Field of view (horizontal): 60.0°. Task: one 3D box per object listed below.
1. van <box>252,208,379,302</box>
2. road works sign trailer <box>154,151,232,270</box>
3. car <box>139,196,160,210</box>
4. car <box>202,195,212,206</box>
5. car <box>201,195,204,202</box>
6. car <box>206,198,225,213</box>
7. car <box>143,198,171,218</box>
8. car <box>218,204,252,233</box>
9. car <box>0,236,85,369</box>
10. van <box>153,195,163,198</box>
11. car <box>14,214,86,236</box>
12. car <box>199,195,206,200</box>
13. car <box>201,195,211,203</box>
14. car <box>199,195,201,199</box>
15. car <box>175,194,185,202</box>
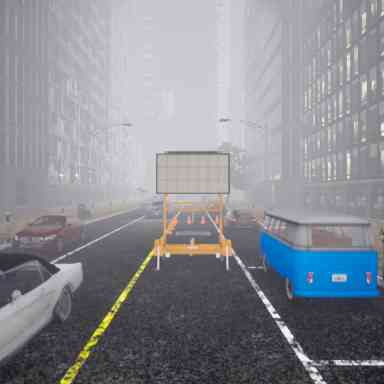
[{"bbox_3d":[2.712,1.341,7.955,1.690,1.788,3.998,0,0,0],"label":"van"},{"bbox_3d":[0.031,0.464,10.982,2.380,3.560,2.880,0,0,0],"label":"road works sign trailer"},{"bbox_3d":[-5.566,1.548,42.137,2.008,1.369,4.403,0,0,0],"label":"car"},{"bbox_3d":[2.832,1.544,47.801,2.008,1.369,4.403,0,0,0],"label":"car"},{"bbox_3d":[2.849,1.538,53.493,2.008,1.369,4.403,0,0,0],"label":"car"},{"bbox_3d":[2.798,1.581,36.416,1.802,1.307,4.206,0,0,0],"label":"car"},{"bbox_3d":[-2.913,1.525,29.818,1.812,1.442,4.674,0,0,0],"label":"car"},{"bbox_3d":[2.746,1.581,19.338,1.802,1.307,4.206,0,0,0],"label":"car"},{"bbox_3d":[-3.089,1.601,4.378,1.895,1.301,4.718,0,0,0],"label":"car"},{"bbox_3d":[-5.531,1.328,53.522,1.690,1.788,3.998,0,0,0],"label":"van"},{"bbox_3d":[-5.652,1.582,13.674,1.802,1.307,4.206,0,0,0],"label":"car"},{"bbox_3d":[2.970,1.463,93.341,1.887,1.381,4.507,0,0,0],"label":"car"},{"bbox_3d":[2.901,1.401,70.570,1.967,1.590,4.097,0,0,0],"label":"car"},{"bbox_3d":[2.884,1.410,64.878,1.967,1.590,4.097,0,0,0],"label":"car"},{"bbox_3d":[-2.770,1.171,77.335,2.150,2.045,5.566,0,0,0],"label":"car"}]
